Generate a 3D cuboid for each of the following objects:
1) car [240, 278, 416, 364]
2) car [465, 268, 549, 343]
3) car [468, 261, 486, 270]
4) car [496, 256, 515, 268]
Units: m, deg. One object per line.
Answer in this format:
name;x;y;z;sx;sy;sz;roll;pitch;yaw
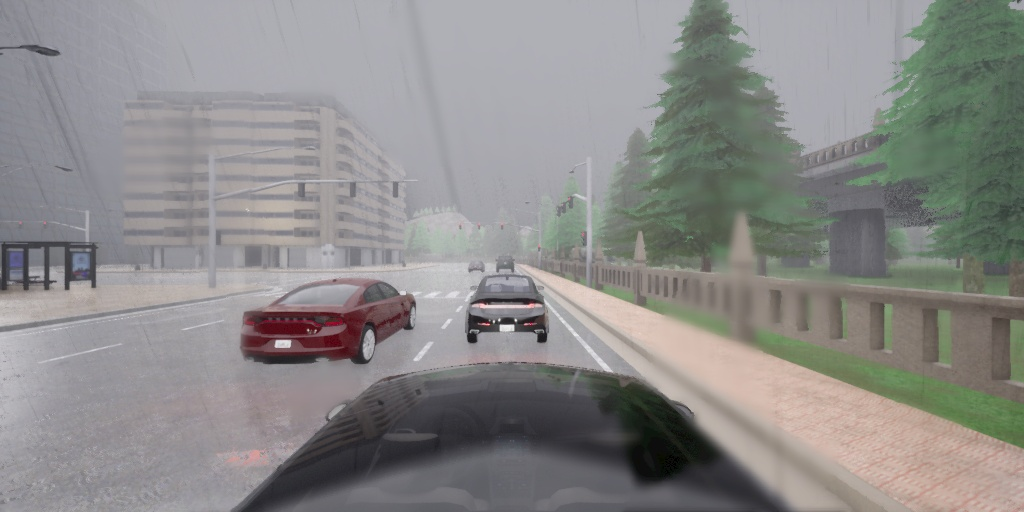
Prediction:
car;-3.596;1.227;8.095;1.882;1.535;5.008;0;0;0
car;-0.128;1.241;9.656;2.128;1.511;4.902;0;0;-1
car;-4.364;1.293;44.658;2.033;1.411;5.357;0;0;-1
car;-0.855;0.967;44.804;2.150;2.045;5.566;0;0;-1
